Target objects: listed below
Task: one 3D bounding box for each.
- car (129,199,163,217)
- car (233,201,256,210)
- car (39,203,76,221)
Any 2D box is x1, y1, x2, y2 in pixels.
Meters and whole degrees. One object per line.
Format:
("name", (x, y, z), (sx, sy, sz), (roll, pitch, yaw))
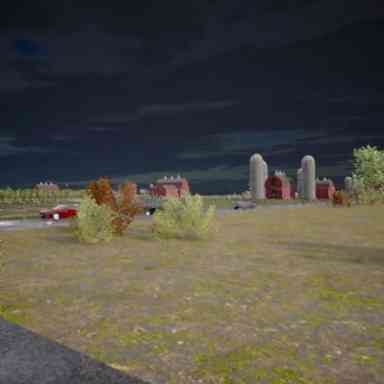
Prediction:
("car", (-4.442, 1.854, 35.963), (1.882, 1.535, 5.008), (-1, -2, 36))
("car", (8.567, 2.170, 54.119), (2.033, 1.411, 5.357), (-1, -1, 36))
("car", (-12.019, 1.845, 31.754), (1.882, 1.535, 5.008), (-1, -1, 36))
